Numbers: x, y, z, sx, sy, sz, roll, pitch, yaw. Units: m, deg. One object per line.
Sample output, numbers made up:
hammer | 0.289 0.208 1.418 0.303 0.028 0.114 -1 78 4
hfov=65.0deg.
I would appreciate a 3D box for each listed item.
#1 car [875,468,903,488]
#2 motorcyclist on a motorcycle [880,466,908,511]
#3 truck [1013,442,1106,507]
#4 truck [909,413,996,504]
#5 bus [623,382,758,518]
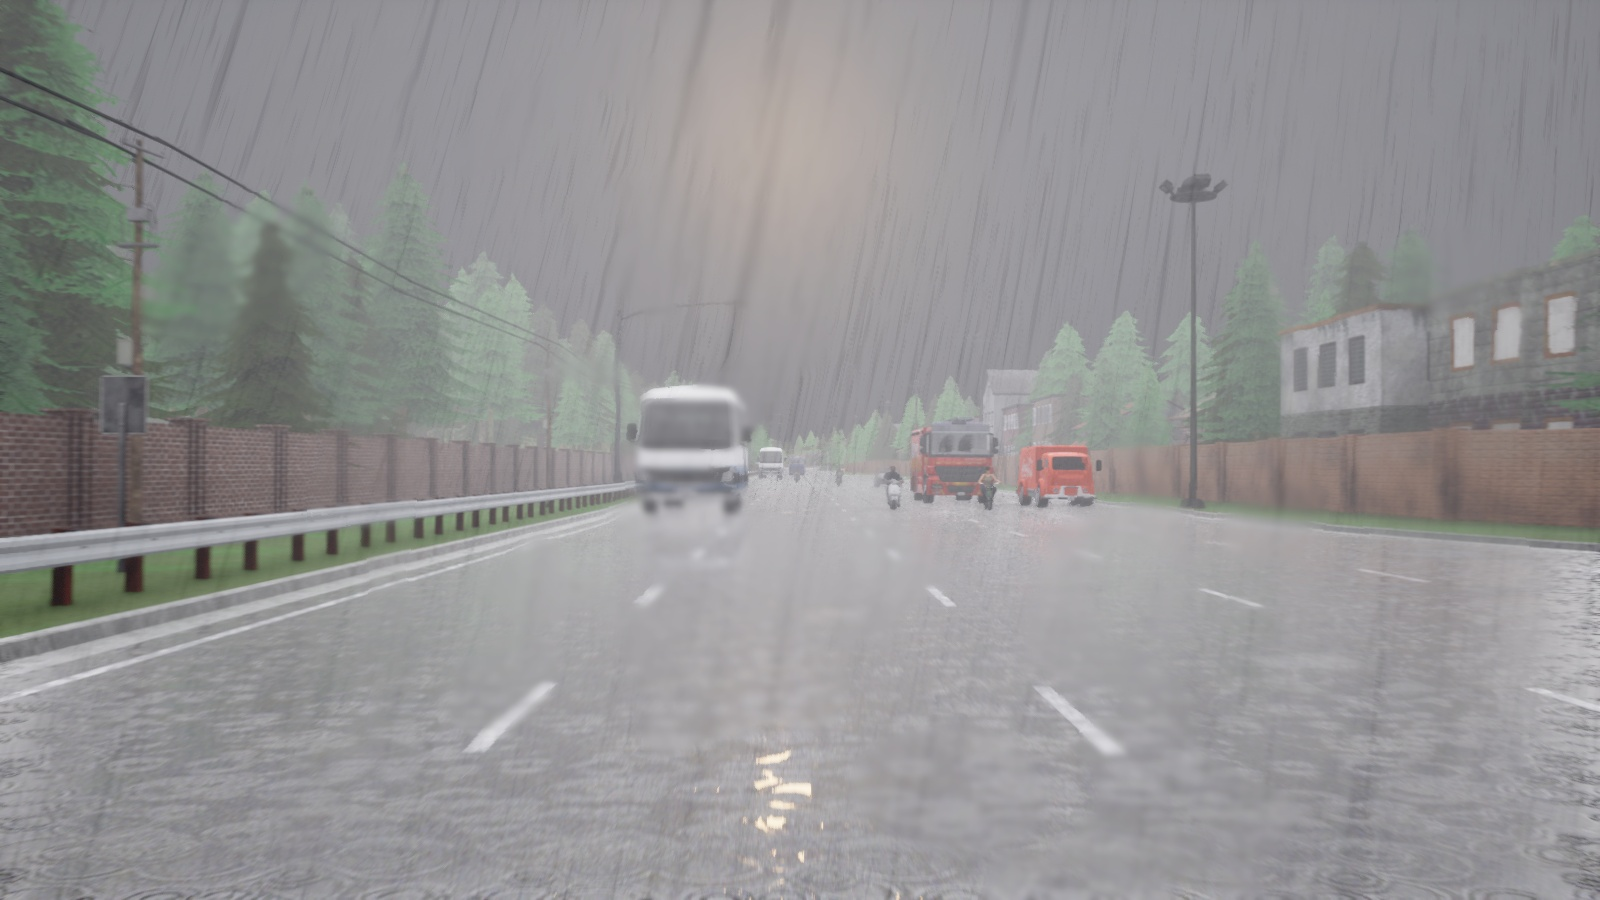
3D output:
car | 6.773 2.119 95.812 1.816 1.474 4.193 0 -1 0
motorcyclist on a motorcycle | 3.392 1.377 45.454 0.866 1.590 1.817 0 -1 0
truck | 10.378 0.982 50.701 2.627 2.467 5.204 0 -1 0
truck | 6.859 0.413 57.621 2.891 3.827 8.468 0 -1 0
bus | -3.611 0.064 44.605 3.944 4.253 10.273 0 -1 0
